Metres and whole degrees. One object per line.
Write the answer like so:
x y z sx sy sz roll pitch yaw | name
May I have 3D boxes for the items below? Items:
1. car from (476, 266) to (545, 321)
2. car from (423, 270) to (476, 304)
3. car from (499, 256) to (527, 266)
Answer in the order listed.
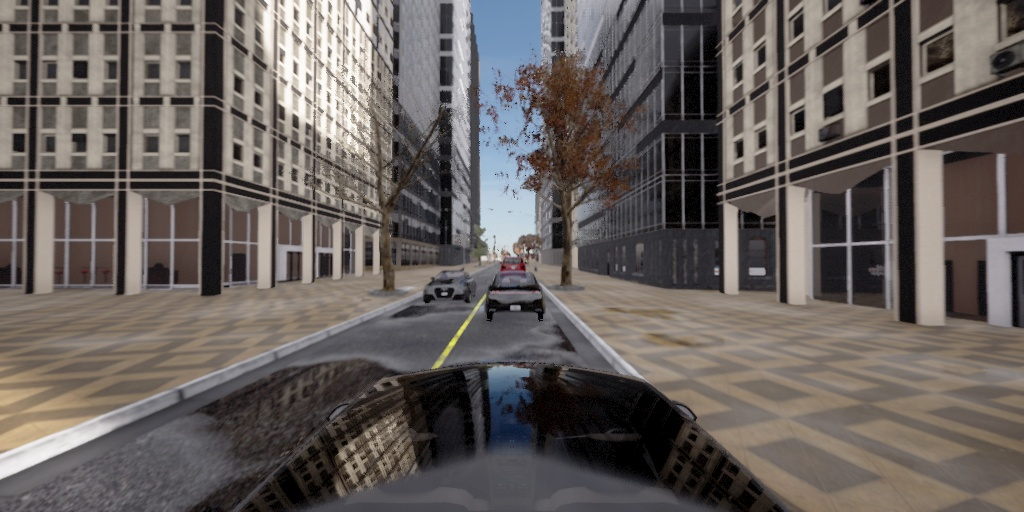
0.100 1.275 12.675 2.128 1.511 4.902 0 0 0 | car
-2.761 1.361 16.631 1.994 1.385 4.181 0 0 0 | car
0.100 1.063 31.051 2.150 2.045 5.566 0 0 0 | car
